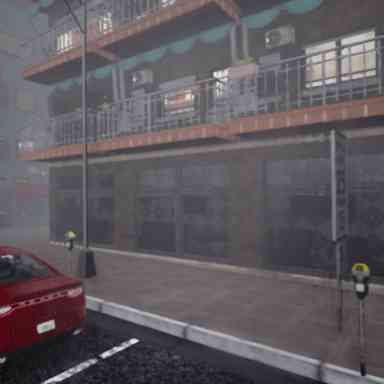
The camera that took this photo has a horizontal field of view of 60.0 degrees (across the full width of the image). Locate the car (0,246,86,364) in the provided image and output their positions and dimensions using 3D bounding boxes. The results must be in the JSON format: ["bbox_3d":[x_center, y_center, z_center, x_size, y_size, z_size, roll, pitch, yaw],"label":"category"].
[{"bbox_3d":[-3.652,1.567,5.488,4.507,1.381,1.887,0,-1,35],"label":"car"}]
